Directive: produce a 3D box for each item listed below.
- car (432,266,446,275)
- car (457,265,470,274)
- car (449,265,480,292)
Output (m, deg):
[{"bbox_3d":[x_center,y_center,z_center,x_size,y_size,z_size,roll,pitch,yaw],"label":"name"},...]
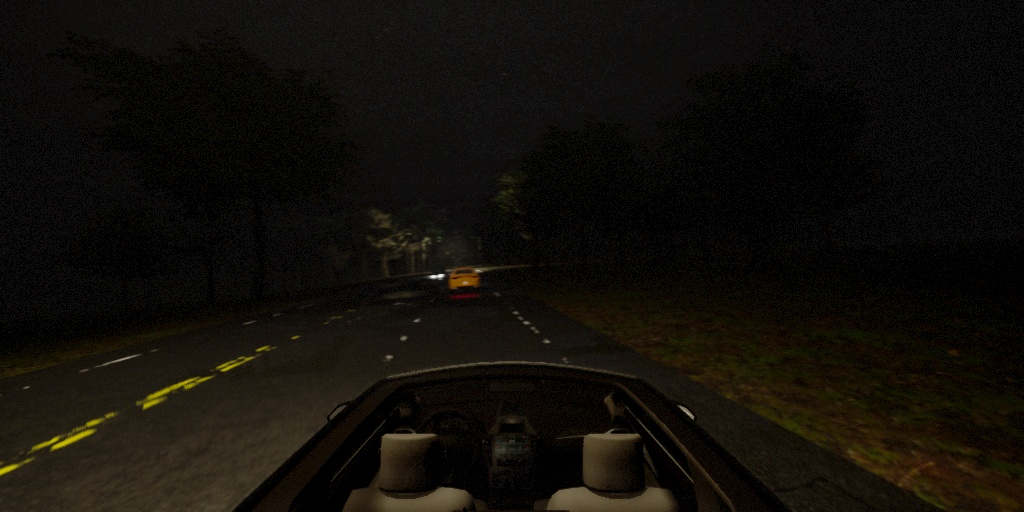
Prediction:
[{"bbox_3d":[-12.288,2.417,60.504,2.128,1.511,4.902,-3,-1,-2],"label":"car"},{"bbox_3d":[-7.989,2.232,59.328,1.895,1.301,4.718,-3,-1,-8],"label":"car"},{"bbox_3d":[-3.258,1.551,24.727,1.882,1.535,5.008,-3,0,-8],"label":"car"}]
